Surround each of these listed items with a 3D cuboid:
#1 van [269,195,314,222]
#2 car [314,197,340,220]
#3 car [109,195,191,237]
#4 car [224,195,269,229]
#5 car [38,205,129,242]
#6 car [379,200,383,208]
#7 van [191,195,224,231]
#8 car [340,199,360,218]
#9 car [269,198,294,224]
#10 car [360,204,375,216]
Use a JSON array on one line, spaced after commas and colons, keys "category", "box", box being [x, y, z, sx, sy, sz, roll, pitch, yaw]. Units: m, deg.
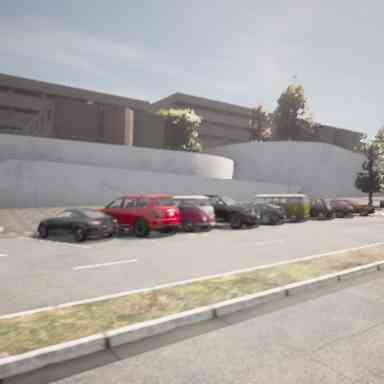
[{"category": "van", "box": [6.444, 1.176, 25.007, 4.442, 1.987, 1.878, -1, 0, 35]}, {"category": "car", "box": [8.997, 1.257, 26.655, 4.553, 1.767, 2.185, -1, 0, 34]}, {"category": "car", "box": [-3.205, 1.218, 18.034, 5.566, 2.045, 2.435, -1, 0, 35]}, {"category": "car", "box": [1.709, 1.183, 21.471, 5.566, 2.045, 2.435, -1, -1, 35]}, {"category": "car", "box": [-5.604, 1.520, 16.283, 4.674, 1.452, 2.002, -1, 0, 35]}, {"category": "car", "box": [23.655, 1.307, 37.098, 4.792, 1.488, 2.163, -1, -1, 35]}, {"category": "van", "box": [-0.648, 1.225, 19.689, 4.442, 1.987, 1.878, -1, -1, 35]}, {"category": "car", "box": [11.405, 1.405, 28.398, 4.674, 1.452, 2.002, -1, 0, 35]}, {"category": "car", "box": [4.119, 1.418, 23.206, 4.892, 1.521, 2.231, -1, 0, 35]}, {"category": "car", "box": [13.876, 1.377, 30.132, 4.792, 1.488, 2.163, -1, -1, 34]}]
